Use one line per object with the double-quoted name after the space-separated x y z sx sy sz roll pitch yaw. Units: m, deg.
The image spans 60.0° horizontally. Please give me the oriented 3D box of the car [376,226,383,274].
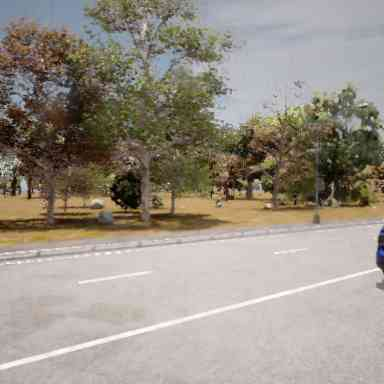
7.065 1.301 8.783 5.566 2.045 2.150 1 0 -36 "car"
